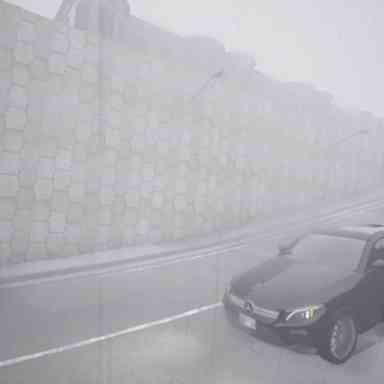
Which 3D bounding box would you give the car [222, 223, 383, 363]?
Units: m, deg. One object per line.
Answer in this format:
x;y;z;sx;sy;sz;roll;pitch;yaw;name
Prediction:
2.663;1.343;5.778;4.674;1.442;1.812;-4;2;-34;car
